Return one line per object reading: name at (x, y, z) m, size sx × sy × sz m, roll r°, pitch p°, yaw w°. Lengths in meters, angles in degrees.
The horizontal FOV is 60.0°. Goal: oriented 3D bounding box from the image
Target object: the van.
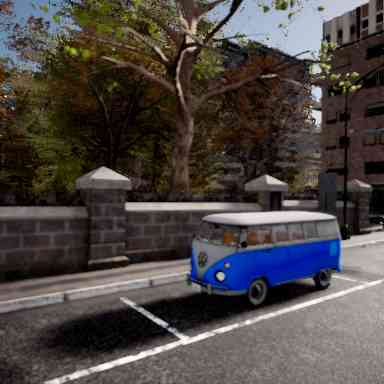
van at (1.806, 1.373, 7.786) m, size 3.998 × 1.788 × 1.690 m, roll 0°, pitch 1°, yaw -35°
